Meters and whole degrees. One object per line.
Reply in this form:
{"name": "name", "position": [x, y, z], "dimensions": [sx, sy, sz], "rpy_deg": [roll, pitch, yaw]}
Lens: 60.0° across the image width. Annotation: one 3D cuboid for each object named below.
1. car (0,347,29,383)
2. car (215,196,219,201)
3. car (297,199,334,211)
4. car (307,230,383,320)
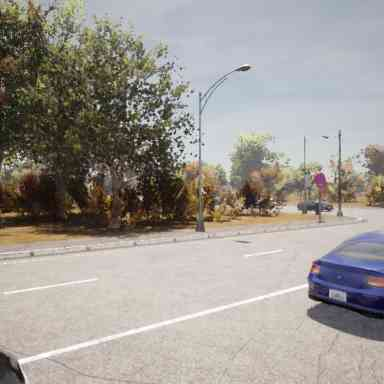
{"name": "car", "position": [-3.339, 1.492, 1.362], "dimensions": [4.902, 1.511, 2.128], "rpy_deg": [0, 0, -36]}
{"name": "car", "position": [3.934, 1.459, 56.262], "dimensions": [1.812, 1.442, 4.674], "rpy_deg": [0, 1, -32]}
{"name": "car", "position": [14.574, 1.564, 39.447], "dimensions": [1.994, 1.385, 4.181], "rpy_deg": [0, 0, -32]}
{"name": "car", "position": [4.260, 1.526, 6.796], "dimensions": [4.674, 1.442, 1.812], "rpy_deg": [0, 0, -36]}
